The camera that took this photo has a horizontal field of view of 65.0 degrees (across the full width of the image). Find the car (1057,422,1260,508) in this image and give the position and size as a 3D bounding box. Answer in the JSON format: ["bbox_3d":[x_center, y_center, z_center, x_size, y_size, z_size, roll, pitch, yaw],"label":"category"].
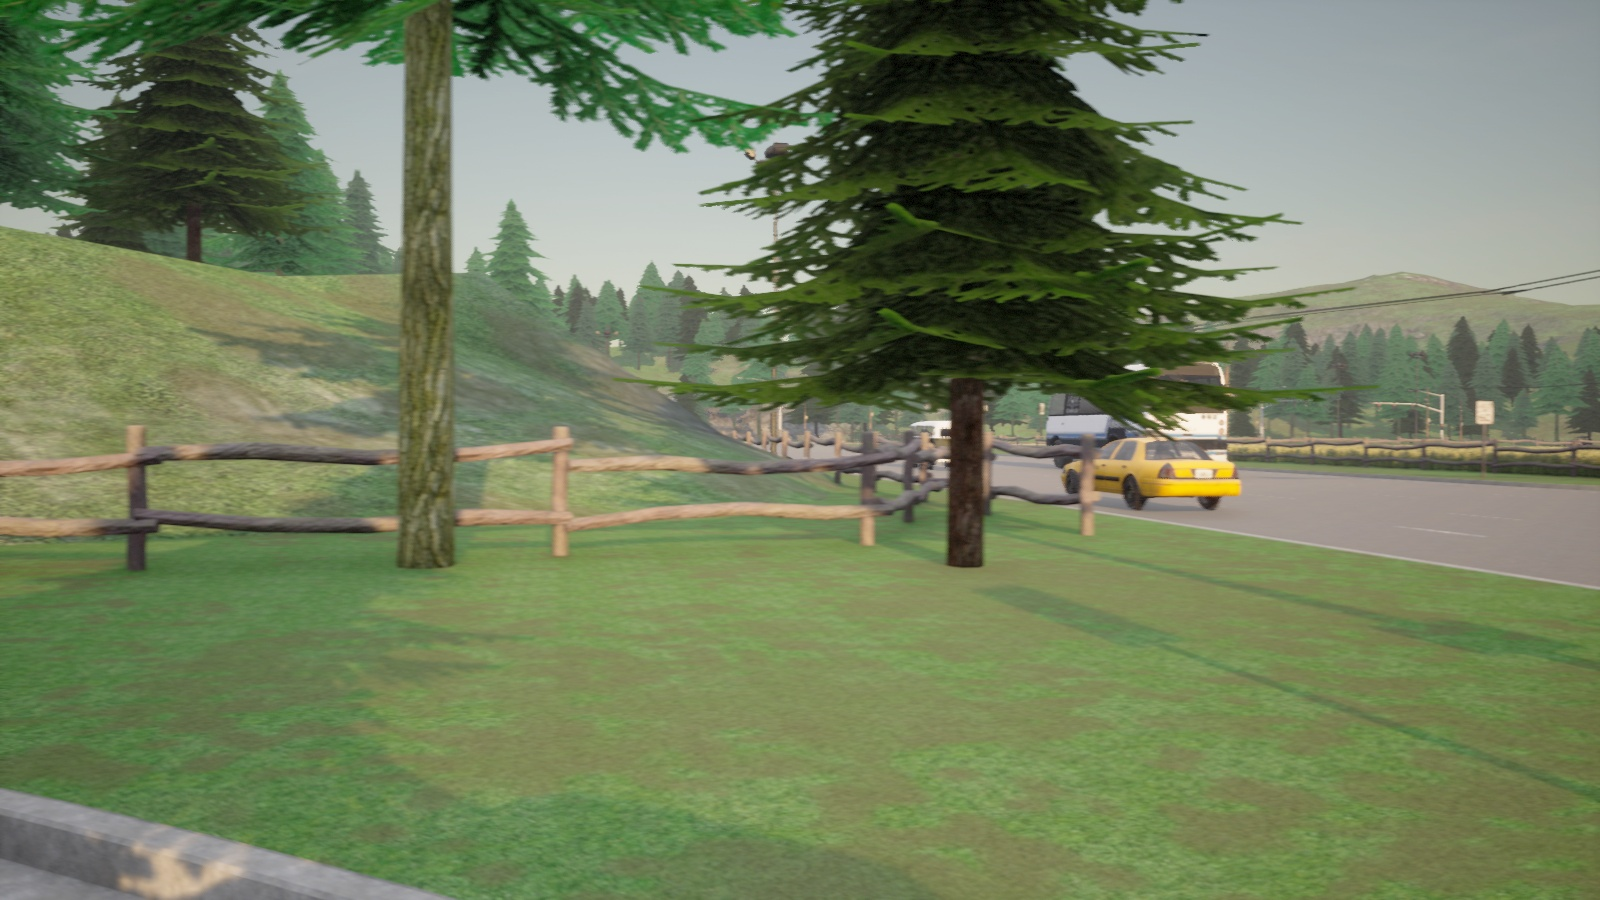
[{"bbox_3d":[7.192,0.240,25.919,1.801,1.575,5.366,-1,1,-11],"label":"car"}]

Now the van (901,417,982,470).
[{"bbox_3d":[5.784,-0.320,51.960,2.069,2.038,4.480,-1,2,-11],"label":"van"}]

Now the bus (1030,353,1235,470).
[{"bbox_3d":[13.095,-1.481,50.920,3.944,4.253,10.273,-1,1,-11],"label":"bus"}]
